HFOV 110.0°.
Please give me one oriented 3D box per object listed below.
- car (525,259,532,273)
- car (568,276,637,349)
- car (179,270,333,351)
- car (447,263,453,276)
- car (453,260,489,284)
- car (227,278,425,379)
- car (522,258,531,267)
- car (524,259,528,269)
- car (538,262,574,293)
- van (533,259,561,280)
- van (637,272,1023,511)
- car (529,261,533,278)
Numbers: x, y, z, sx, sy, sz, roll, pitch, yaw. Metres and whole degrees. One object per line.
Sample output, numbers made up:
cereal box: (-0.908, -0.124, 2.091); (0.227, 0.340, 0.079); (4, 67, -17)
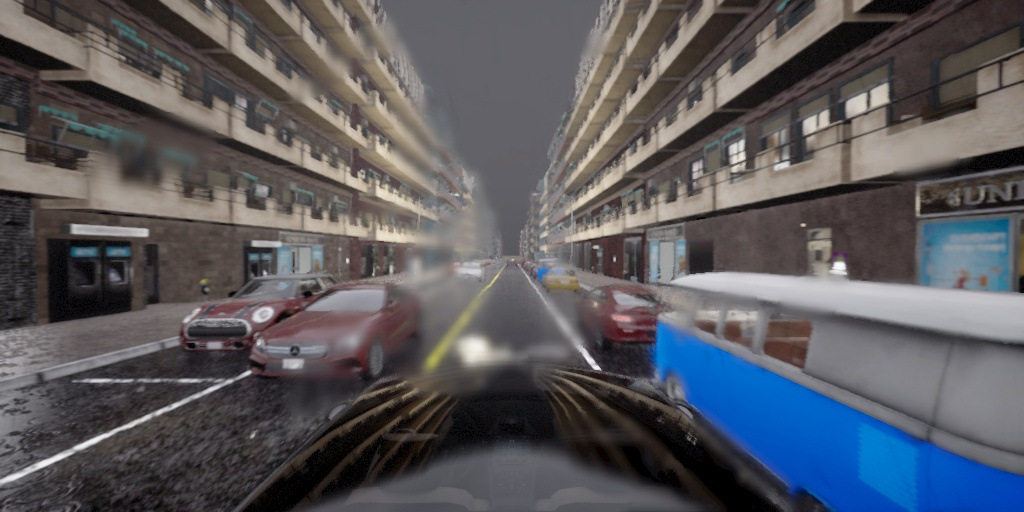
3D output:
car: (2.696, 1.328, 37.285); (1.948, 1.339, 4.313); (0, 0, 0)
car: (2.690, 1.332, 8.861); (1.802, 1.307, 4.207); (0, 0, 0)
car: (-5.700, 1.189, 8.865); (1.967, 1.591, 4.097); (0, 0, 0)
car: (-5.685, 1.343, 37.289); (1.802, 1.307, 4.207); (0, 0, 0)
car: (-3.052, 1.280, 27.483); (1.812, 1.442, 4.674); (0, 0, 0)
car: (-3.087, 1.275, 7.409); (1.812, 1.442, 4.674); (0, 0, 0)
car: (2.697, 1.318, 48.654); (1.888, 1.381, 4.507); (0, 0, 0)
car: (2.696, 1.349, 42.970); (1.802, 1.307, 4.207); (0, 0, 0)
car: (2.693, 1.277, 20.401); (1.751, 1.417, 4.829); (0, 0, 0)
van: (2.694, 1.095, 25.916); (1.690, 1.789, 3.998); (0, 0, 0)
van: (2.692, 1.091, 3.177); (1.690, 1.789, 3.998); (0, 0, 0)
car: (2.694, 1.340, 31.601); (1.802, 1.307, 4.207); (0, 0, 0)
